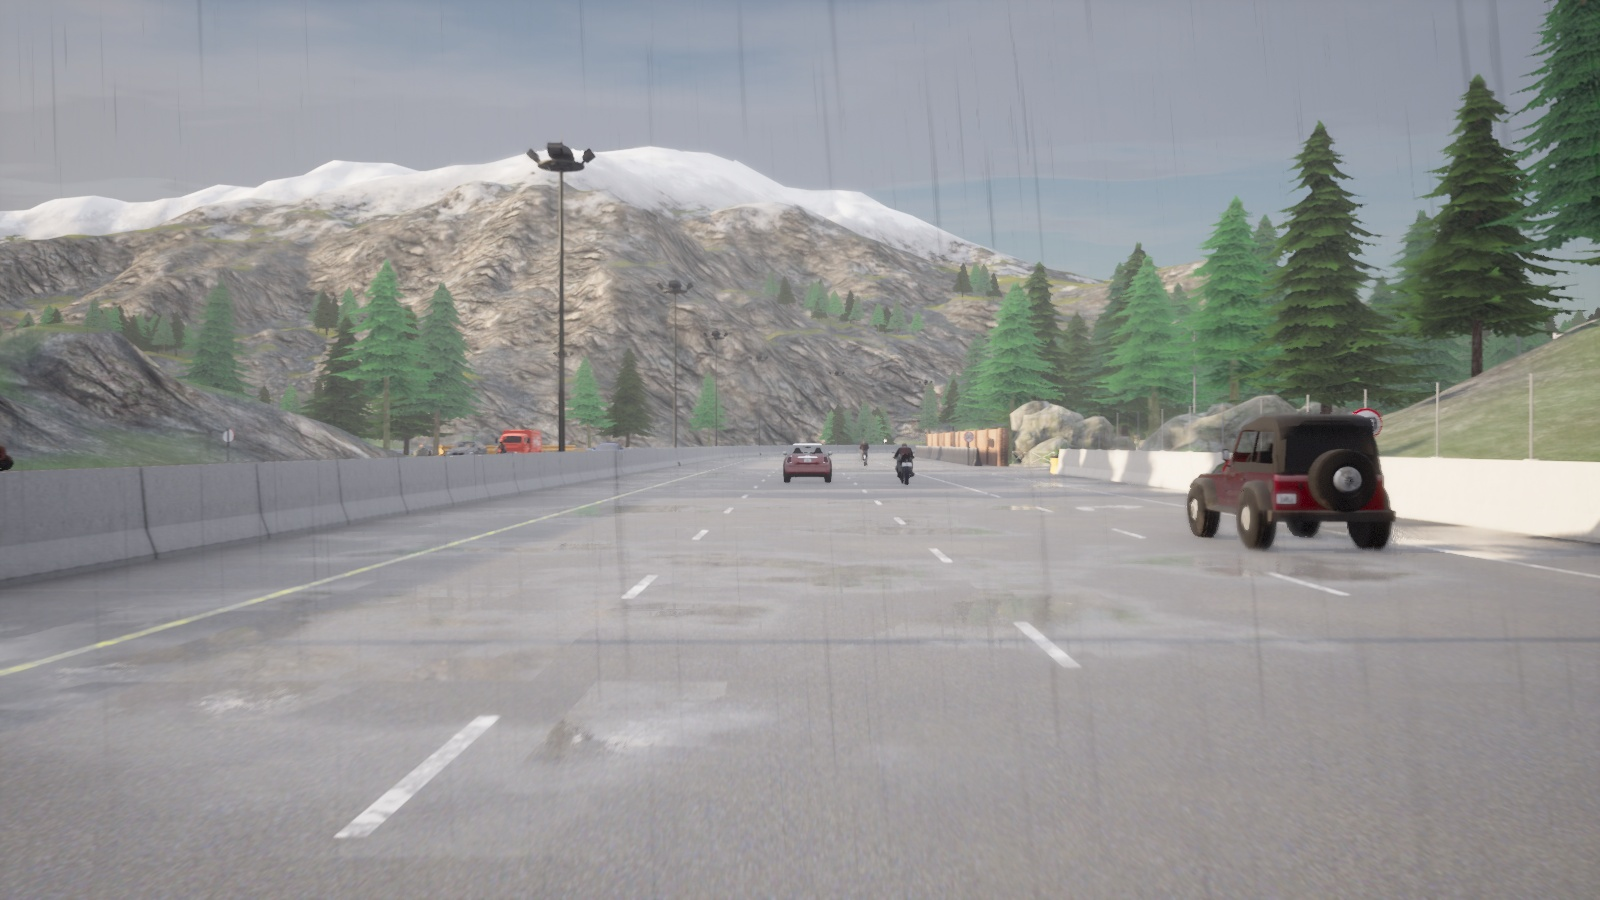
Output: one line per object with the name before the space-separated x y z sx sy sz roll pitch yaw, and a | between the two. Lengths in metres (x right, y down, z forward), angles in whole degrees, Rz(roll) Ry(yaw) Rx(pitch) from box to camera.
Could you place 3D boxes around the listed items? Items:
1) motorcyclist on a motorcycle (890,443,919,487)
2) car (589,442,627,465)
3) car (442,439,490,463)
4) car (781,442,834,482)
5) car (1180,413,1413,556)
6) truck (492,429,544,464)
motorcyclist on a motorcycle | 3.773 0.529 45.337 0.866 1.530 2.191 0 0 0
car | -13.474 0.215 88.369 1.882 1.535 5.008 0 0 0
car | -23.972 0.062 90.301 2.242 1.667 4.611 0 0 0
car | 0.294 0.436 49.014 1.970 1.475 3.806 0 0 0
car | 7.121 0.444 18.457 1.905 1.878 3.866 0 0 0
truck | -20.465 -0.272 91.429 2.627 2.467 5.204 0 0 0
